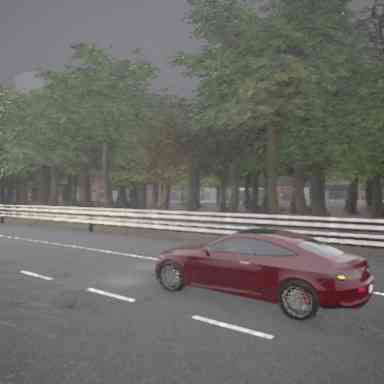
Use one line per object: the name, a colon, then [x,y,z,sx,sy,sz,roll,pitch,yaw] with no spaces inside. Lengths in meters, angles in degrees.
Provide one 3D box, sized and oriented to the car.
car: [1.295,1.530,7.245,4.674,1.442,1.812,0,0,36]
